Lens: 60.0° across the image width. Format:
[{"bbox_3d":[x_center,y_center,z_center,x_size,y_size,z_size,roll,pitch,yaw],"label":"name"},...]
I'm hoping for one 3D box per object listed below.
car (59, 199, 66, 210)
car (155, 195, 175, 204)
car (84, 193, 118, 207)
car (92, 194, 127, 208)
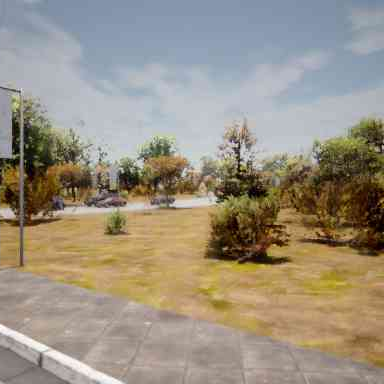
[{"bbox_3d":[-17.695,1.347,39.941,2.097,1.767,4.553,0,0,39],"label":"car"},{"bbox_3d":[-4.933,1.302,55.817,2.128,1.511,4.902,0,1,39],"label":"car"},{"bbox_3d":[-13.579,1.153,50.657,2.150,2.045,5.566,0,1,39],"label":"car"},{"bbox_3d":[-11.451,1.466,47.708,1.812,1.442,4.674,0,0,38],"label":"car"}]
